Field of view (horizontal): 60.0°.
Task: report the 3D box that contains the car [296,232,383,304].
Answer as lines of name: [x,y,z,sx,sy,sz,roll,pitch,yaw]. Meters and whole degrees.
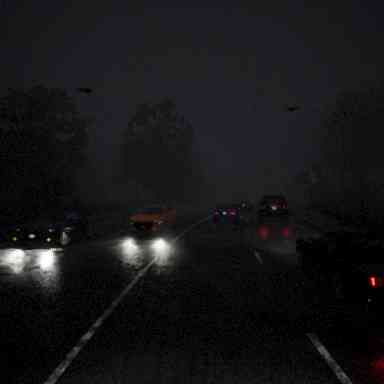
car: [3.963,1.615,8.074,1.895,1.301,4.718,0,0,4]

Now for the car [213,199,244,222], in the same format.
car: [2.778,1.569,26.271,2.033,1.411,5.357,0,0,11]

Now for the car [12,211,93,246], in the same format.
car: [-6.116,1.555,15.111,1.994,1.385,4.181,0,0,6]

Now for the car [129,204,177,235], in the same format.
car: [-2.110,1.481,19.141,1.882,1.535,5.008,0,0,8]

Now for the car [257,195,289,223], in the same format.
car: [6.335,1.255,26.215,2.150,2.045,5.566,0,0,11]

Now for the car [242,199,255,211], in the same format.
car: [6.852,1.606,42.490,1.994,1.385,4.181,0,0,16]
